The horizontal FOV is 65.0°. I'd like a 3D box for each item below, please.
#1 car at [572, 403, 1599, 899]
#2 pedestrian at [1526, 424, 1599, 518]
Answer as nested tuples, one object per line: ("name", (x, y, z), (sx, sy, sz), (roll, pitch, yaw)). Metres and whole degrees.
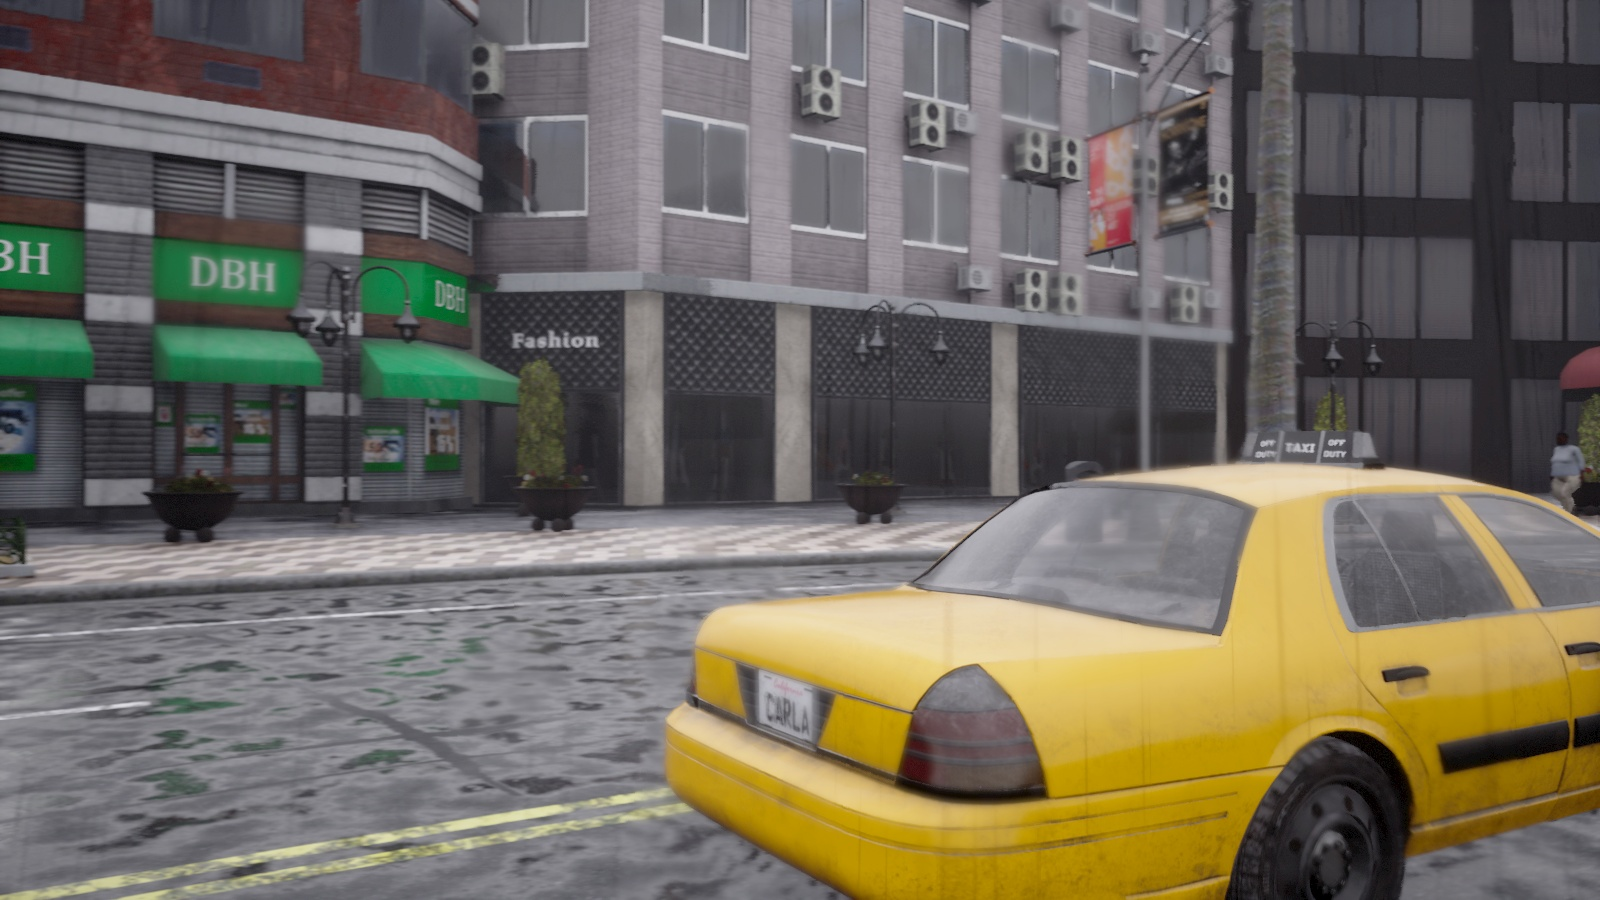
("car", (2.006, 0.688, 4.784), (5.366, 1.575, 1.801), (0, 0, -31))
("pedestrian", (15.474, 0.418, 25.507), (0.900, 1.855, 0.874), (0, 0, -12))
